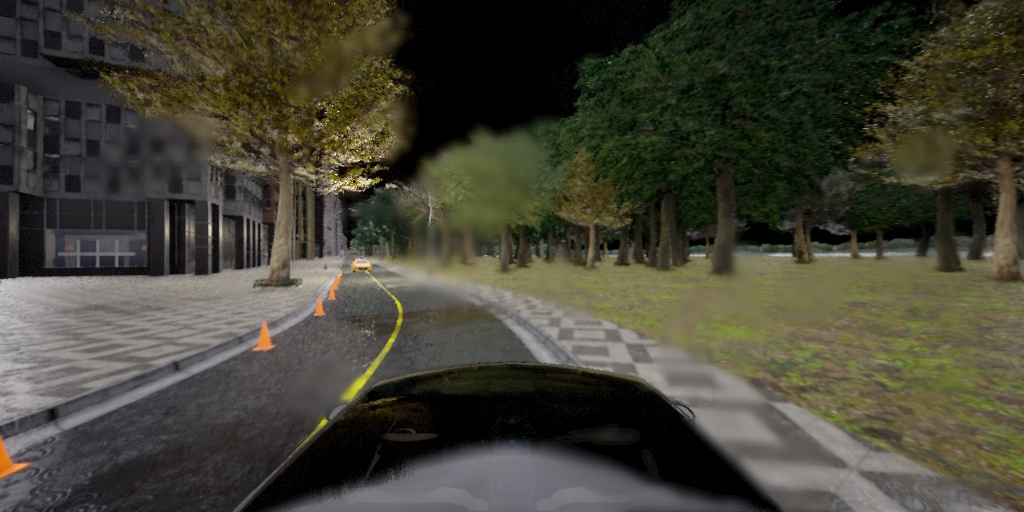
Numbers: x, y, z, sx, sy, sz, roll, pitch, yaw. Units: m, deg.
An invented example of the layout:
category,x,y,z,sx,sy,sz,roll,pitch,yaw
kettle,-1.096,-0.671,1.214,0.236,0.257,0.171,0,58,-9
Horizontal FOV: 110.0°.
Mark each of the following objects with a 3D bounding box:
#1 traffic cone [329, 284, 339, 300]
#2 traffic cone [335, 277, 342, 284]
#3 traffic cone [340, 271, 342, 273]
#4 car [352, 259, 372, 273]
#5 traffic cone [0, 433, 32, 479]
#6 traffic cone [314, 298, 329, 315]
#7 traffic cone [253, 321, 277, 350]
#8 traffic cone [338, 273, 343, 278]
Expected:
category,x,y,z,sx,sy,sz,roll,pitch,yaw
traffic cone,-8.440,1.738,16.837,0.340,0.580,0.340,0,0,-24
traffic cone,-10.504,1.733,21.392,0.340,0.580,0.340,0,0,-24
traffic cone,-14.634,1.707,30.501,0.340,0.580,0.340,0,0,-24
car,-17.796,1.152,42.393,1.882,1.535,5.008,0,0,-27
traffic cone,-4.873,1.761,3.345,0.340,0.580,0.340,0,0,-4
traffic cone,-6.675,1.742,12.463,0.340,0.580,0.340,0,0,-18
traffic cone,-5.485,1.749,7.961,0.340,0.580,0.340,0,0,-11
traffic cone,-12.569,1.725,25.947,0.340,0.580,0.340,0,0,-24
